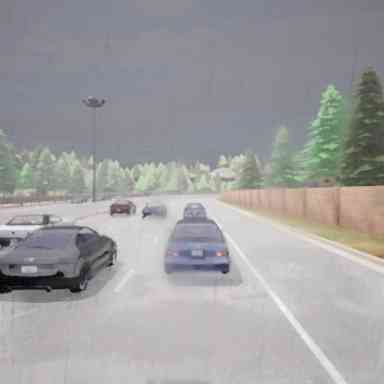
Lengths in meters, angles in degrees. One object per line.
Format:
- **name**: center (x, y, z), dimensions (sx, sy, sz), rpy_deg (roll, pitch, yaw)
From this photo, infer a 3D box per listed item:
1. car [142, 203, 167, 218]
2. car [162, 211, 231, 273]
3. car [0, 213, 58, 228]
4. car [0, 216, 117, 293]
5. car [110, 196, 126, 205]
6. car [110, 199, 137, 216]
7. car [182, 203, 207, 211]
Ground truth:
- **car**: center (-3.274, 1.618, 30.101), dimensions (1.895, 1.301, 4.718), rpy_deg (0, 0, 0)
- **car**: center (0.139, 1.552, 10.666), dimensions (2.033, 1.411, 5.357), rpy_deg (0, 0, 0)
- **car**: center (-6.842, 1.614, 15.052), dimensions (1.895, 1.301, 4.718), rpy_deg (0, 0, 0)
- **car**: center (-3.368, 1.572, 8.910), dimensions (1.994, 1.385, 4.181), rpy_deg (0, 0, 0)
- **car**: center (-13.750, 1.517, 61.918), dimensions (1.882, 1.535, 5.008), rpy_deg (0, 0, 1)
- **car**: center (-6.760, 1.499, 33.073), dimensions (1.882, 1.535, 5.008), rpy_deg (0, 0, 0)
- **car**: center (0.208, 1.560, 26.357), dimensions (2.033, 1.411, 5.357), rpy_deg (0, 0, 0)
